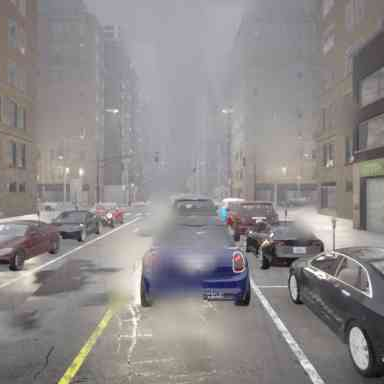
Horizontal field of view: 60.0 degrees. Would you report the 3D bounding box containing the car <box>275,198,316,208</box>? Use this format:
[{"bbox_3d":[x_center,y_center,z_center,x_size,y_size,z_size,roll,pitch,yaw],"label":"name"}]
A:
[{"bbox_3d":[15.047,1.541,48.741,5.357,1.411,2.033,0,0,0],"label":"car"}]

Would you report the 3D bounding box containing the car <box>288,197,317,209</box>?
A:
[{"bbox_3d":[14.912,1.481,45.489,4.902,1.511,2.128,0,0,0],"label":"car"}]

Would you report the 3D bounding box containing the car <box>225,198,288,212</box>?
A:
[{"bbox_3d":[2.816,1.315,16.374,2.192,1.841,5.009,0,0,0],"label":"car"}]

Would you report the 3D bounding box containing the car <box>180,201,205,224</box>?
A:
[{"bbox_3d":[0.025,1.526,26.053,1.812,1.442,4.674,0,0,-1],"label":"car"}]

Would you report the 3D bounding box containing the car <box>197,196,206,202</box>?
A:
[{"bbox_3d":[2.105,1.622,77.093,1.802,1.307,4.206,0,0,-1],"label":"car"}]

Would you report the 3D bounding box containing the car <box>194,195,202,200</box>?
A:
[{"bbox_3d":[1.682,1.620,94.048,1.887,1.381,4.507,0,0,-1],"label":"car"}]

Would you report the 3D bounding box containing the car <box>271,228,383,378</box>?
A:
[{"bbox_3d":[2.848,1.551,5.327,2.008,1.369,4.403,0,0,0],"label":"car"}]

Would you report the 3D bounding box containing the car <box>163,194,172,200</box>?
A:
[{"bbox_3d":[-6.841,1.390,93.850,2.192,1.841,5.009,0,0,-1],"label":"car"}]

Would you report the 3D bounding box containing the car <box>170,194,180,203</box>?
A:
[{"bbox_3d":[-3.613,1.389,71.362,2.097,1.767,4.553,0,0,-1],"label":"car"}]

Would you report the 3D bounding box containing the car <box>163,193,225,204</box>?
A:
[{"bbox_3d":[0.058,1.222,15.487,2.150,2.045,5.566,0,0,0],"label":"car"}]

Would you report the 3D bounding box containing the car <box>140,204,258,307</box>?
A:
[{"bbox_3d":[0.030,1.352,8.152,2.097,1.767,4.553,0,0,-1],"label":"car"}]

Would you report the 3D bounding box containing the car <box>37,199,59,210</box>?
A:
[{"bbox_3d":[-17.873,1.540,38.519,4.674,1.442,1.812,0,0,-2],"label":"car"}]

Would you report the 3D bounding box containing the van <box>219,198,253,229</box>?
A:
[{"bbox_3d":[2.800,1.342,21.898,1.690,1.788,3.998,0,0,0],"label":"van"}]

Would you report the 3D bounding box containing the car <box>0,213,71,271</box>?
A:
[{"bbox_3d":[-5.694,1.582,10.817,1.802,1.307,4.206,0,0,0],"label":"car"}]

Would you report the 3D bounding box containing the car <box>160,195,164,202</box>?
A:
[{"bbox_3d":[-6.417,1.480,76.890,1.967,1.590,4.097,0,0,-1],"label":"car"}]

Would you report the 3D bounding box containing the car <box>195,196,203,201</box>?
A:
[{"bbox_3d":[1.824,1.639,88.395,1.802,1.307,4.206,0,0,-1],"label":"car"}]

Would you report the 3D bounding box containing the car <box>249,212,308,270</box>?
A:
[{"bbox_3d":[2.831,1.566,10.850,1.947,1.339,4.313,0,0,0],"label":"car"}]

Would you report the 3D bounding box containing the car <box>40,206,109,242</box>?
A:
[{"bbox_3d":[-5.710,1.566,16.342,1.947,1.339,4.313,0,0,0],"label":"car"}]

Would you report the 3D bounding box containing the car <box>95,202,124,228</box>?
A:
[{"bbox_3d":[-5.726,1.441,21.867,1.967,1.590,4.097,0,0,0],"label":"car"}]

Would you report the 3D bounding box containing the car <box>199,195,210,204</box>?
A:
[{"bbox_3d":[2.386,1.468,65.787,1.967,1.590,4.097,0,0,-1],"label":"car"}]

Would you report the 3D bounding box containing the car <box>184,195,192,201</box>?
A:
[{"bbox_3d":[-1.099,1.616,91.021,1.994,1.385,4.181,0,0,-1],"label":"car"}]
